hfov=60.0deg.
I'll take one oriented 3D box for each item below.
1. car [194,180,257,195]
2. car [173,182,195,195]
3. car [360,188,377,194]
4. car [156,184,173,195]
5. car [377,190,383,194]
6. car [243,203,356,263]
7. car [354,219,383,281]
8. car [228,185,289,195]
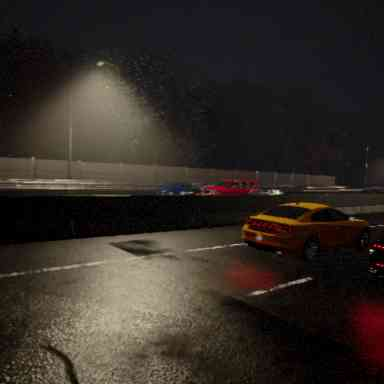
[{"bbox_3d":[3.310,-0.020,27.890,5.566,2.045,2.150,1,3,-37],"label":"car"},{"bbox_3d":[1.140,0.029,30.648,4.902,1.511,2.128,0,3,-37],"label":"car"},{"bbox_3d":[31.198,-0.033,58.068,4.181,1.385,1.994,0,4,-37],"label":"car"},{"bbox_3d":[-1.261,-0.205,33.205,5.008,1.535,1.882,0,3,-37],"label":"car"},{"bbox_3d":[33.425,-0.020,55.361,4.553,1.767,2.097,0,3,-37],"label":"car"},{"bbox_3d":[3.808,1.094,10.563,5.008,1.535,1.882,0,3,-38],"label":"car"},{"bbox_3d":[6.012,1.342,7.860,4.892,1.490,1.837,0,3,-38],"label":"car"},{"bbox_3d":[5.415,0.466,25.125,4.902,1.511,2.128,0,3,-37],"label":"car"}]
